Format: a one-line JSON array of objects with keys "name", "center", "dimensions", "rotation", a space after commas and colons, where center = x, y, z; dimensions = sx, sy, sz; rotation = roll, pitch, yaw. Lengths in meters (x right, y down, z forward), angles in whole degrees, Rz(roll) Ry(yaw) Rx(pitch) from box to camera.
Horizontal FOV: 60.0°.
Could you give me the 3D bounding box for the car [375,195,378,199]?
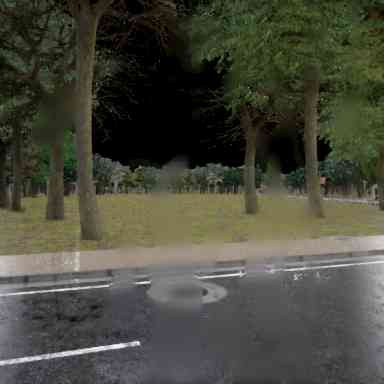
[{"name": "car", "center": [45.153, 1.271, 80.072], "dimensions": [1.994, 1.385, 4.181], "rotation": [0, 0, 5]}]
